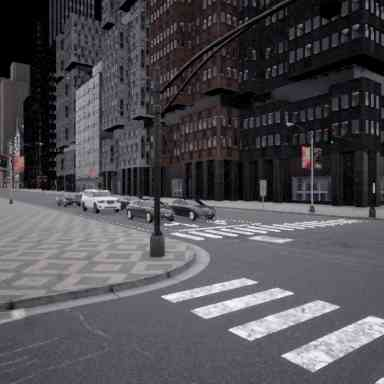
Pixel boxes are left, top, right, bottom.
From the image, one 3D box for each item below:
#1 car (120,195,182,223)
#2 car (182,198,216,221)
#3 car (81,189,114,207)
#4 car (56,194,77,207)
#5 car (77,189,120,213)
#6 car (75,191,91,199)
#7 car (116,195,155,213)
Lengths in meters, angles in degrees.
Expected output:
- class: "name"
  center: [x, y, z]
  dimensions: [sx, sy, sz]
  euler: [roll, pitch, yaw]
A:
- class: "car"
  center: [-2.970, 1.240, 23.324]
  dimensions: [1.837, 1.490, 4.892]
  euler: [0, 1, -36]
- class: "car"
  center: [-0.205, 1.239, 25.003]
  dimensions: [1.837, 1.490, 4.892]
  euler: [0, 1, -38]
- class: "car"
  center: [-11.786, 0.671, 41.140]
  dimensions: [2.150, 2.045, 5.566]
  euler: [0, 1, -35]
- class: "car"
  center: [-14.861, 0.990, 39.838]
  dimensions: [2.033, 1.411, 5.357]
  euler: [0, 1, -36]
- class: "car"
  center: [-8.653, 0.819, 31.212]
  dimensions: [2.150, 2.045, 5.566]
  euler: [0, 1, -36]
- class: "car"
  center: [-21.786, 0.563, 66.448]
  dimensions: [1.812, 1.442, 4.674]
  euler: [0, 1, -36]
- class: "car"
  center: [-5.643, 1.107, 32.595]
  dimensions: [1.837, 1.490, 4.892]
  euler: [0, 1, -36]
